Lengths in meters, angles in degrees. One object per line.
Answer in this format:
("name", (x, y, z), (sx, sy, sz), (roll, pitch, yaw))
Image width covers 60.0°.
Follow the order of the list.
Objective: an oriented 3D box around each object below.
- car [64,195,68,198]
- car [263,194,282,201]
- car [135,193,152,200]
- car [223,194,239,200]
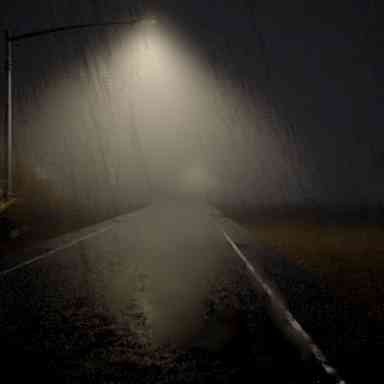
("car", (-33.144, 1.403, 85.871), (5.357, 1.411, 2.033), (0, 0, -2))
("car", (21.234, 1.607, 87.378), (4.902, 1.511, 2.128), (0, 0, -2))
("car", (-13.658, 1.297, 93.448), (4.553, 1.767, 2.097), (0, 0, -2))
("car", (11.131, 1.393, 94.098), (4.553, 1.767, 2.097), (0, 0, -2))
